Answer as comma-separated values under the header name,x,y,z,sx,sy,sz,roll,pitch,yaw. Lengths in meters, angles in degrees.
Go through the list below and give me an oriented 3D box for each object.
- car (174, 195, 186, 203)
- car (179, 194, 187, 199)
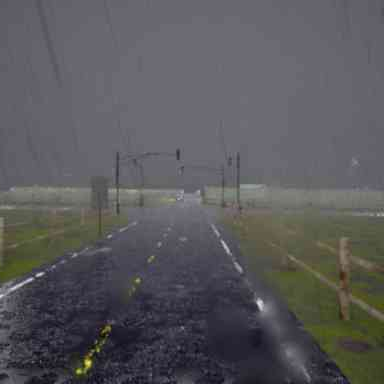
name,x,y,z,sx,sy,sz,roll,pitch,yaw
car,-2.711,1.480,70.285,2.128,1.511,4.902,0,0,0
car,-2.620,1.322,94.363,2.033,1.411,5.357,0,0,0
